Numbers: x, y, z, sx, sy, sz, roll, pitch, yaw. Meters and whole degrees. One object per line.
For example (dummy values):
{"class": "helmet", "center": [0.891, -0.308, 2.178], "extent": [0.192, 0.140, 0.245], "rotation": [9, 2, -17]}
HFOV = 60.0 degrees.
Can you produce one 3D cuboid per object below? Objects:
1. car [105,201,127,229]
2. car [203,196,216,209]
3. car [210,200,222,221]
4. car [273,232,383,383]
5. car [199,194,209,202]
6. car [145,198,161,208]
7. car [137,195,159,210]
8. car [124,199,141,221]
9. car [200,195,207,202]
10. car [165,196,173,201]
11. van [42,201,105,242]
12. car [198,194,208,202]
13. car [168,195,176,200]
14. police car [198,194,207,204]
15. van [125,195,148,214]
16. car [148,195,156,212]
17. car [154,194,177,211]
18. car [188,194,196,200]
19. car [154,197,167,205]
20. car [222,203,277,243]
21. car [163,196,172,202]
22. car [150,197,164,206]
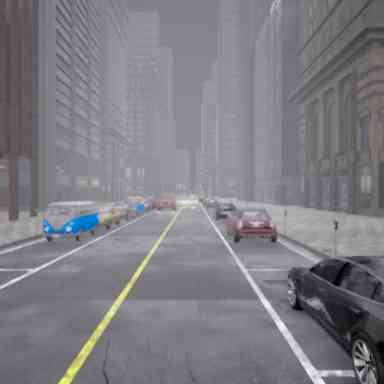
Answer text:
{"class": "car", "center": [-5.766, 1.540, 21.656], "extent": [1.752, 1.417, 4.829], "rotation": [0, 0, 0]}
{"class": "car", "center": [2.758, 1.620, 44.378], "extent": [1.802, 1.307, 4.206], "rotation": [0, 0, 0]}
{"class": "car", "center": [2.759, 1.586, 27.469], "extent": [1.947, 1.339, 4.313], "rotation": [0, 0, 0]}
{"class": "car", "center": [2.760, 1.569, 4.924], "extent": [1.947, 1.339, 4.313], "rotation": [0, 0, 0]}
{"class": "car", "center": [2.755, 1.399, 78.195], "extent": [2.192, 1.841, 5.009], "rotation": [0, 0, 0]}
{"class": "car", "center": [-5.767, 1.610, 50.009], "extent": [1.947, 1.339, 4.313], "rotation": [0, 0, 0]}
{"class": "car", "center": [-5.768, 1.353, 44.372], "extent": [2.192, 1.841, 5.009], "rotation": [0, 0, 0]}
{"class": "car", "center": [-5.766, 1.571, 27.462], "extent": [2.008, 1.369, 4.403], "rotation": [0, 0, 0]}
{"class": "car", "center": [2.758, 1.633, 55.651], "extent": [1.802, 1.307, 4.206], "rotation": [0, 0, 0]}
{"class": "car", "center": [-5.769, 1.676, 83.828], "extent": [1.802, 1.307, 4.206], "rotation": [0, 0, 0]}
{"class": "van", "center": [-5.767, 1.352, 16.189], "extent": [1.690, 1.788, 3.998], "rotation": [0, 0, 0]}
{"class": "car", "center": [2.755, 1.410, 83.832], "extent": [2.192, 1.841, 5.009], "rotation": [0, 0, 0]}
{"class": "car", "center": [-5.770, 1.683, 95.101], "extent": [1.947, 1.339, 4.313], "rotation": [0, 0, 0]}
{"class": "police car", "center": [2.364, 1.493, 68.287], "extent": [1.930, 1.638, 5.238], "rotation": [0, 0, 0]}
{"class": "van", "center": [-5.767, 1.367, 33.099], "extent": [1.690, 1.788, 3.998], "rotation": [0, 0, 0]}
{"class": "car", "center": [-5.767, 1.472, 38.735], "extent": [1.967, 1.590, 4.097], "rotation": [0, 0, 0]}
{"class": "car", "center": [-3.094, 1.253, 41.377], "extent": [2.150, 2.045, 5.566], "rotation": [0, 0, 0]}
{"class": "car", "center": [-0.003, 1.487, 87.196], "extent": [1.812, 1.442, 4.674], "rotation": [0, 0, 0]}
{"class": "car", "center": [-5.768, 1.608, 61.281], "extent": [2.008, 1.369, 4.403], "rotation": [0, 0, 0]}
{"class": "car", "center": [2.759, 1.451, 16.196], "extent": [1.967, 1.590, 4.097], "rotation": [0, 0, 0]}
{"class": "car", "center": [-5.769, 1.609, 78.022], "extent": [1.752, 1.417, 4.829], "rotation": [0, 0, 0]}
{"class": "car", "center": [-5.767, 1.616, 55.645], "extent": [1.947, 1.339, 4.313], "rotation": [0, 0, 0]}
